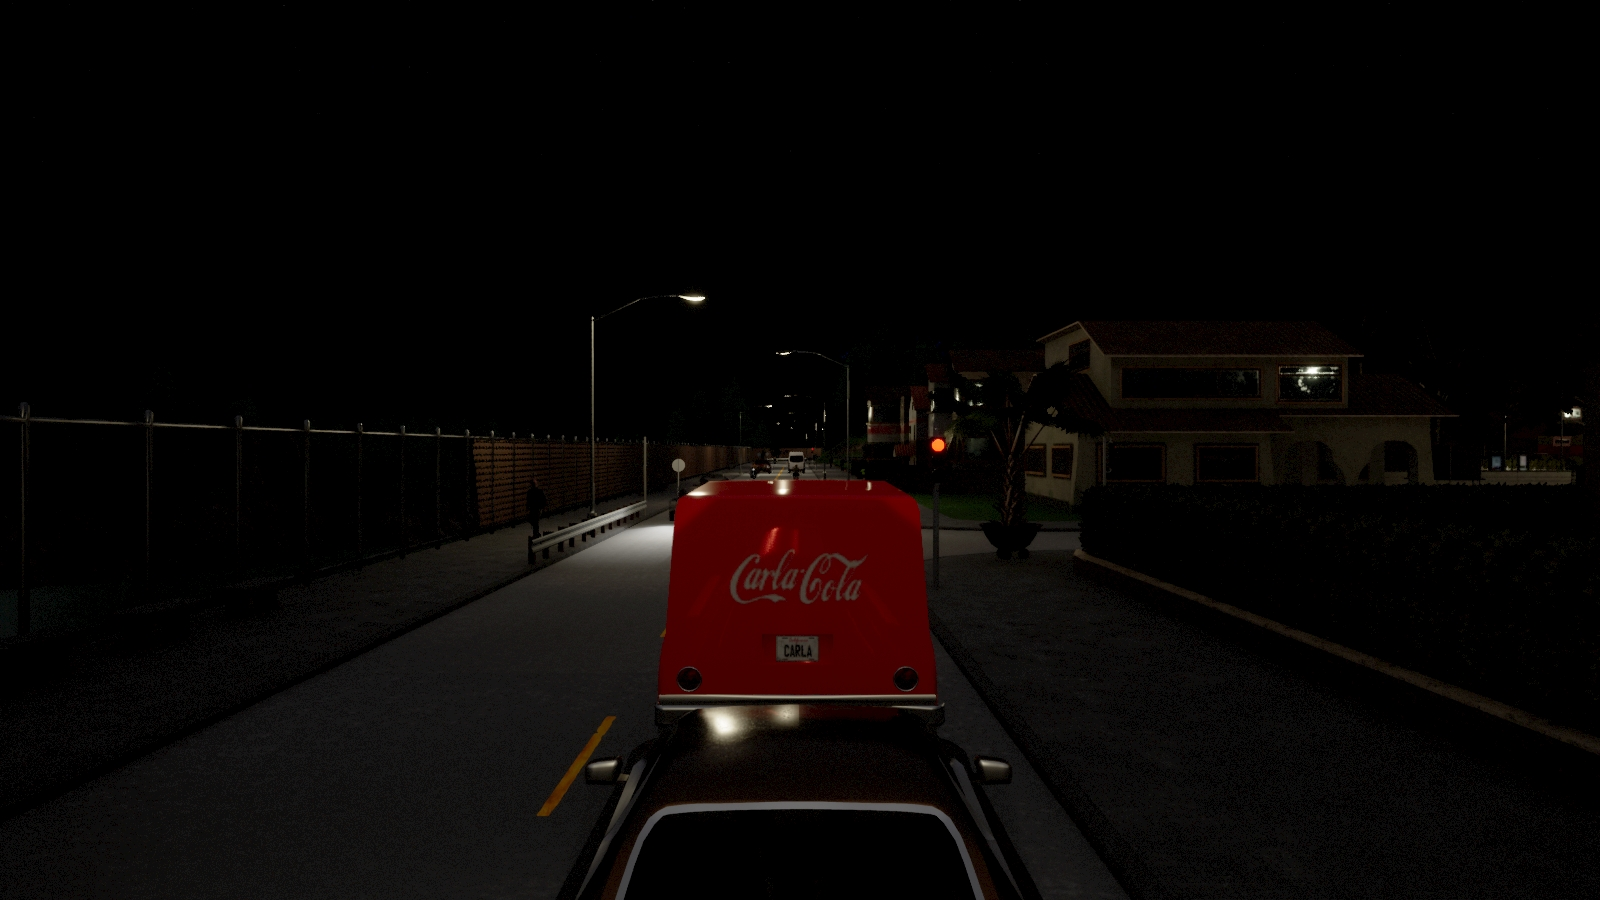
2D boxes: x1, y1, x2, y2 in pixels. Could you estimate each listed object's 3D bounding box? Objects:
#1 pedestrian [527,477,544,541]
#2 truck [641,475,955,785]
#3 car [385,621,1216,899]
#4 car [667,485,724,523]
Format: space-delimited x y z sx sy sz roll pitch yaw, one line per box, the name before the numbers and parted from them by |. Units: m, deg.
pedestrian | -7.795 1.732 33.668 0.375 1.860 0.375 0 0 10
truck | -0.025 1.564 12.158 2.627 2.467 5.204 0 0 0
car | -0.006 1.989 5.238 2.152 1.651 5.027 0 0 0
car | -4.131 2.139 45.888 1.895 1.301 4.718 0 0 0
